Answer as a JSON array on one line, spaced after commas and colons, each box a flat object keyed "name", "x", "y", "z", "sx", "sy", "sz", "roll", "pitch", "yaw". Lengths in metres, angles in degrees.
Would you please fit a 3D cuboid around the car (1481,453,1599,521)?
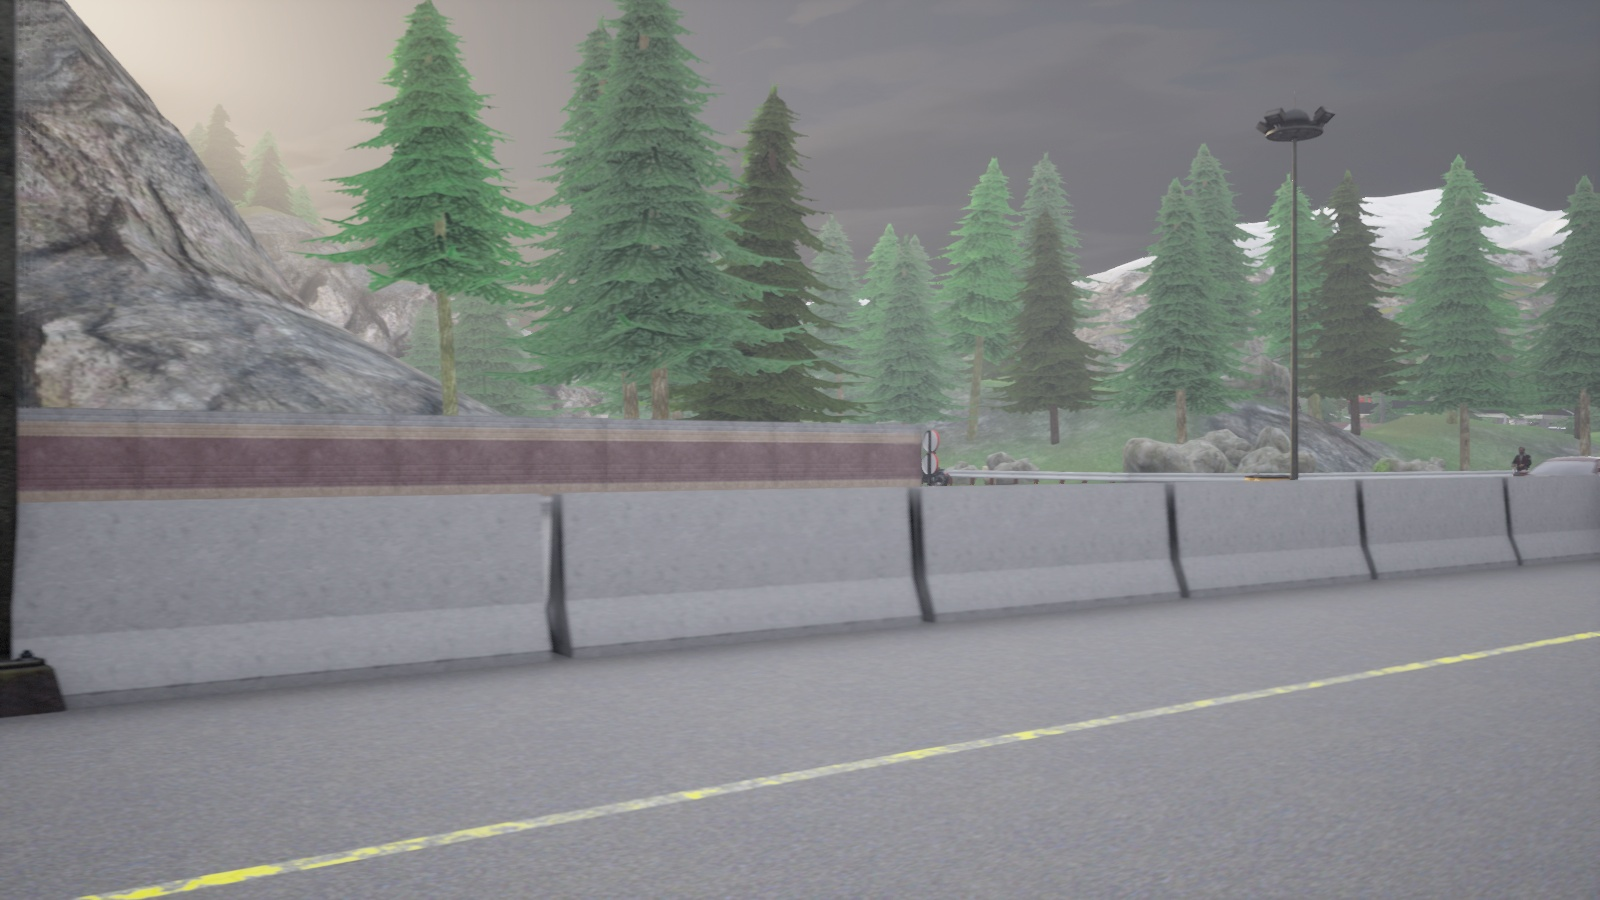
[{"name": "car", "x": 17.847, "y": 0.804, "z": 29.005, "sx": 4.674, "sy": 1.442, "sz": 1.812, "roll": 0, "pitch": 0, "yaw": -35}]

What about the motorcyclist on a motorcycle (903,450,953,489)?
[{"name": "motorcyclist on a motorcycle", "x": 5.511, "y": 0.813, "z": 54.177, "sx": 0.766, "sy": 1.649, "sz": 2.350, "roll": 0, "pitch": 0, "yaw": -36}]
